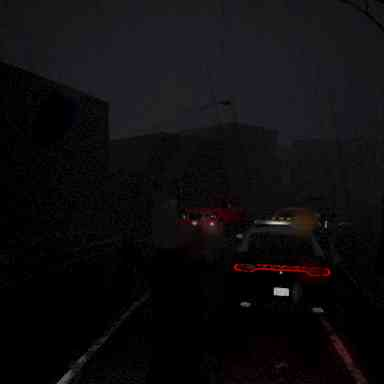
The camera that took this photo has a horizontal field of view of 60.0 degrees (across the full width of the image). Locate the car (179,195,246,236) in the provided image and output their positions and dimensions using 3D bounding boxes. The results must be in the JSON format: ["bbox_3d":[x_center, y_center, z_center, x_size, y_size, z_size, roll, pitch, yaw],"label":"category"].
[{"bbox_3d":[1.404,1.197,19.024,2.150,2.045,5.566,0,0,28],"label":"car"}]

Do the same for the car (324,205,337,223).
[{"bbox_3d":[8.032,1.537,21.451,1.837,1.490,4.892,1,0,34],"label":"car"}]

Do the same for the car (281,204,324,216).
[{"bbox_3d":[5.188,1.493,16.621,1.882,1.535,5.008,1,0,26],"label":"car"}]

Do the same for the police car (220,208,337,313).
[{"bbox_3d":[2.048,1.428,7.952,1.930,1.638,5.238,0,0,13],"label":"police car"}]
